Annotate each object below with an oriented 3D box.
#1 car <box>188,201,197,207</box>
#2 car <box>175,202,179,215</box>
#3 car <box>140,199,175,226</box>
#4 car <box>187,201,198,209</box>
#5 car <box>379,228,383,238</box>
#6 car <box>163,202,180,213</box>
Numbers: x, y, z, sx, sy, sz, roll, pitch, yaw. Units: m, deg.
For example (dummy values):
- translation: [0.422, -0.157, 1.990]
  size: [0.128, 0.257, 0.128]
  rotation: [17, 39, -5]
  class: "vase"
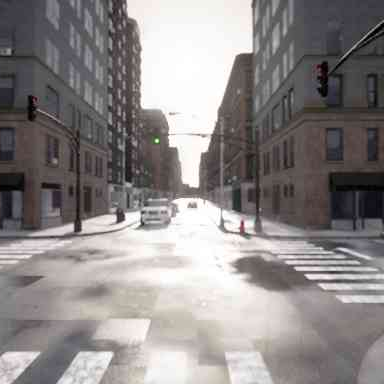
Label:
- translation: [0.082, 2.424, 68.040]
  size: [1.895, 1.301, 4.718]
  rotation: [0, -1, 0]
  class: "car"
- translation: [-2.854, 1.815, 37.451]
  size: [2.097, 1.767, 4.553]
  rotation: [0, -1, 0]
  class: "car"
- translation: [-2.856, 1.560, 27.189]
  size: [2.150, 2.045, 5.566]
  rotation: [0, -1, 0]
  class: "car"
- translation: [0.078, 2.250, 57.666]
  size: [2.033, 1.411, 5.357]
  rotation: [0, -1, 0]
  class: "car"
- translation: [11.629, 1.753, 15.873]
  size: [4.829, 1.417, 1.752]
  rotation: [0, -1, 0]
  class: "car"
- translation: [-2.857, 2.133, 47.730]
  size: [2.033, 1.411, 5.357]
  rotation: [0, -1, 0]
  class: "car"
